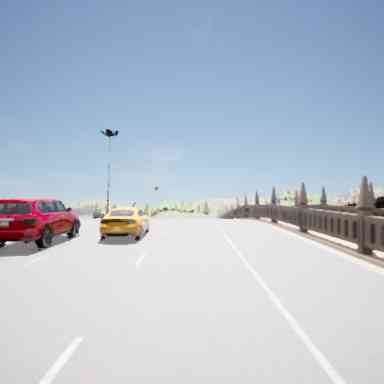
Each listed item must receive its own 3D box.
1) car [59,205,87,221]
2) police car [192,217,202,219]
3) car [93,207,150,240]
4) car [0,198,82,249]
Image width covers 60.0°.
[{"bbox_3d":[-17.541,3.217,49.394,2.150,2.045,5.566,0,-7,0],"label":"car"},{"bbox_3d":[1.082,5.957,68.868,1.930,1.638,5.238,0,-7,0],"label":"police car"},{"bbox_3d":[-3.392,1.542,17.469,1.882,1.535,5.008,0,0,0],"label":"car"},{"bbox_3d":[-6.893,1.277,14.924,2.150,2.045,5.566,0,0,0],"label":"car"}]
